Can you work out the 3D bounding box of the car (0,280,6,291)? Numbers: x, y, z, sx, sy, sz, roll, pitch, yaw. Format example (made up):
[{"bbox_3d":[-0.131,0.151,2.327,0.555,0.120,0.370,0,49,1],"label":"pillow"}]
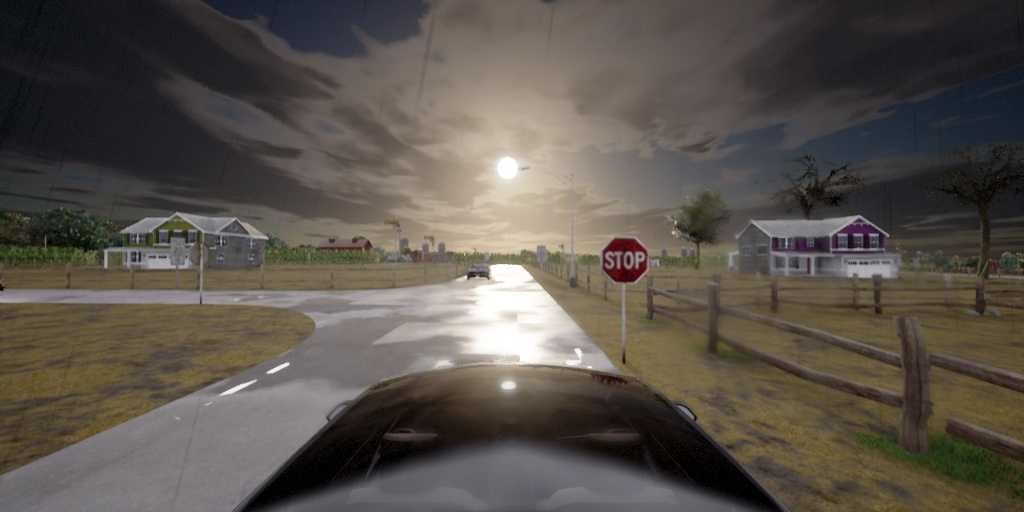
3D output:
[{"bbox_3d":[-25.523,1.082,15.398,5.357,1.411,2.033,0,-1,0],"label":"car"}]

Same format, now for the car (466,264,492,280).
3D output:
[{"bbox_3d":[-2.732,1.339,30.454,1.895,1.301,4.718,0,0,0],"label":"car"}]
